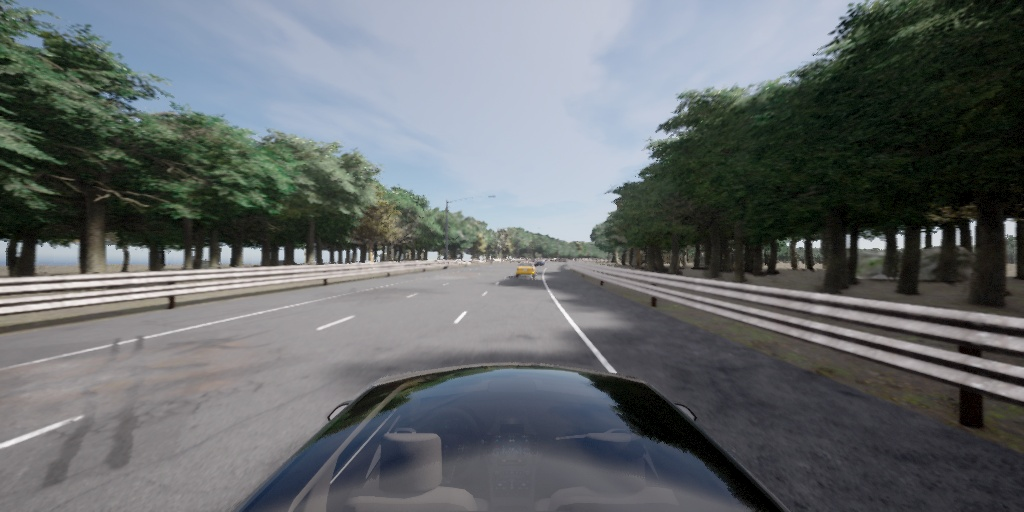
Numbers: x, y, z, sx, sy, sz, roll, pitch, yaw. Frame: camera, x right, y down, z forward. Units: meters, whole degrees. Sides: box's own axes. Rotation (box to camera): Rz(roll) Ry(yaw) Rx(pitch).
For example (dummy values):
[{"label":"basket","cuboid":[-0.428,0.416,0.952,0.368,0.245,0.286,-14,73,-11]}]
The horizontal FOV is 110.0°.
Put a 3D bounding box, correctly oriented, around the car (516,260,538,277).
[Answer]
[{"label":"car","cuboid":[1.413,1.216,35.303,1.801,1.575,5.366,0,0,5]}]
